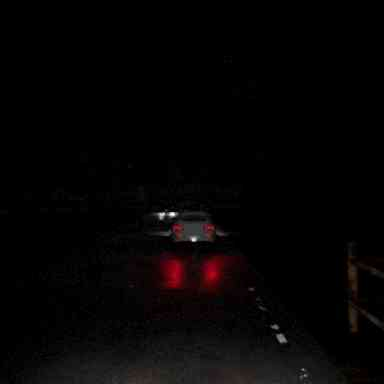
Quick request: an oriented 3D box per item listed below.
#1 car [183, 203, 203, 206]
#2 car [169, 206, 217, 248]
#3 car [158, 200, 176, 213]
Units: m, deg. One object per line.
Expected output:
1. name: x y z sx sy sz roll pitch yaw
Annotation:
1. car: 0.058 1.619 28.736 1.994 1.385 4.181 0 0 0
2. car: 0.068 1.533 14.602 1.812 1.442 4.674 0 0 0
3. car: -2.809 1.652 39.328 2.033 1.411 5.357 0 0 0
